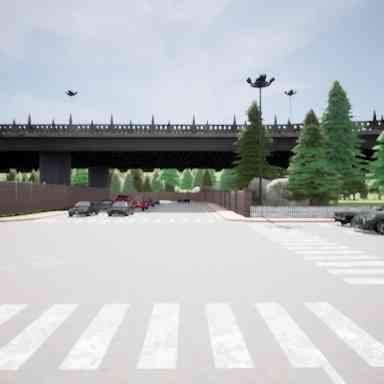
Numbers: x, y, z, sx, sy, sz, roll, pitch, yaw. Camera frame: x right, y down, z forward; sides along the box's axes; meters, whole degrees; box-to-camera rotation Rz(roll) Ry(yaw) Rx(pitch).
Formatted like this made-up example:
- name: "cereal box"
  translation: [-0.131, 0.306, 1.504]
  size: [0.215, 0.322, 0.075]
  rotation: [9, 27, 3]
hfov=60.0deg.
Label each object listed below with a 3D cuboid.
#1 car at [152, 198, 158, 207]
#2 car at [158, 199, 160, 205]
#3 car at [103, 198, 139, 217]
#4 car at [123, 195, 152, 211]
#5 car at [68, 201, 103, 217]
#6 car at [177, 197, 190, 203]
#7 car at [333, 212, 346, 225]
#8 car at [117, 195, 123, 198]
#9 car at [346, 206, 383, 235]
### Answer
- name: "car"
  translation: [-7.038, 1.762, 53.626]
  size: [1.994, 1.385, 4.181]
  rotation: [0, 0, 0]
- name: "car"
  translation: [-7.188, 1.785, 64.286]
  size: [2.033, 1.411, 5.357]
  rotation: [0, 0, -3]
- name: "car"
  translation: [-7.038, 1.671, 33.444]
  size: [2.033, 1.411, 5.357]
  rotation: [0, 0, 0]
- name: "car"
  translation: [-7.039, 1.382, 43.619]
  size: [2.150, 2.045, 5.566]
  rotation: [0, 0, 0]
- name: "car"
  translation: [-10.566, 1.647, 32.790]
  size: [1.812, 1.442, 4.674]
  rotation: [0, 0, 0]
- name: "car"
  translation: [-1.897, 1.830, 75.080]
  size: [1.994, 1.385, 4.181]
  rotation: [0, 0, -19]
- name: "car"
  translation: [11.988, 1.628, 22.060]
  size: [4.718, 1.301, 1.895]
  rotation: [0, 0, 2]
- name: "car"
  translation: [-10.568, 1.411, 51.423]
  size: [2.150, 2.045, 5.566]
  rotation: [0, 0, 0]
- name: "car"
  translation: [11.484, 1.366, 18.553]
  size: [4.553, 1.767, 2.097]
  rotation: [0, 0, 2]
